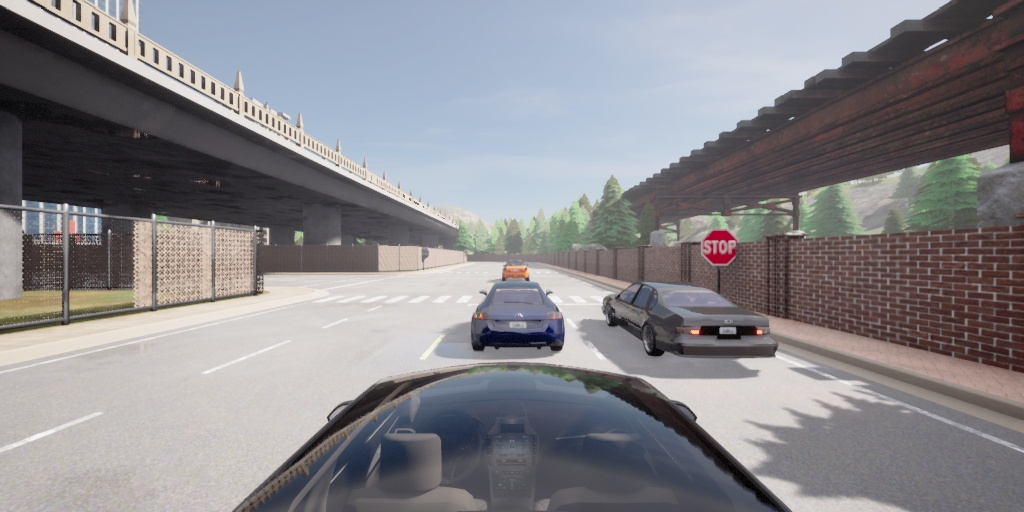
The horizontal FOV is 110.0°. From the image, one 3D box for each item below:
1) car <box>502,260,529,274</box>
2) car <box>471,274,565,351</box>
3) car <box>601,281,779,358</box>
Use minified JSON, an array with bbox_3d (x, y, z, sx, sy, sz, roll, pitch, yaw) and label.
[{"bbox_3d":[0.303,1.100,29.801,2.097,1.767,4.553,0,0,1],"label":"car"},{"bbox_3d":[0.116,1.314,8.993,1.994,1.385,4.181,0,0,0],"label":"car"},{"bbox_3d":[3.615,1.297,8.513,2.033,1.411,5.357,0,0,0],"label":"car"}]
